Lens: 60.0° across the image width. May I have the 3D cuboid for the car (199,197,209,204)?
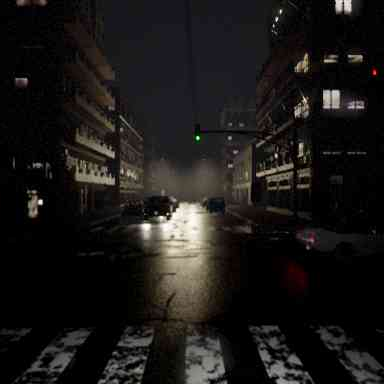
[{"bbox_3d":[2.576,1.832,70.791,1.887,1.381,4.507,0,0,0],"label":"car"}]

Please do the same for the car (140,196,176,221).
[{"bbox_3d":[-2.860,1.343,29.207,2.150,2.045,5.566,0,0,0],"label":"car"}]

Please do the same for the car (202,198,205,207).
[{"bbox_3d":[2.666,1.722,42.885,1.887,1.381,4.507,0,0,0],"label":"car"}]

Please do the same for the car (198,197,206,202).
[{"bbox_3d":[2.578,1.912,87.535,1.947,1.339,4.313,0,0,0],"label":"car"}]

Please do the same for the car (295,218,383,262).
[{"bbox_3d":[6.130,1.548,11.279,4.718,1.301,1.895,-1,0,0],"label":"car"}]

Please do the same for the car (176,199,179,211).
[{"bbox_3d":[-2.850,1.726,39.203,1.994,1.385,4.181,0,0,-1],"label":"car"}]

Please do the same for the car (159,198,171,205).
[{"bbox_3d":[-5.306,1.811,65.210,1.887,1.381,4.507,0,0,0],"label":"car"}]

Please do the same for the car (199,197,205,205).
[{"bbox_3d":[2.576,1.788,54.047,1.947,1.339,4.313,0,0,0],"label":"car"}]

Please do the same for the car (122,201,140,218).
[{"bbox_3d":[-5.440,1.572,31.722,1.967,1.590,4.097,0,0,0],"label":"car"}]

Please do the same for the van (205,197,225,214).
[{"bbox_3d":[2.700,1.493,36.682,1.690,1.788,3.998,0,0,0],"label":"van"}]

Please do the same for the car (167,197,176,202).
[{"bbox_3d":[-5.302,1.897,87.536,2.008,1.369,4.403,0,0,0],"label":"car"}]

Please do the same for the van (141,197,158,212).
[{"bbox_3d":[-5.403,1.518,42.887,1.690,1.788,3.998,0,0,0],"label":"van"}]

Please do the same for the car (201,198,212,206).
[{"bbox_3d":[2.574,1.771,59.798,1.752,1.417,4.829,0,0,0],"label":"car"}]

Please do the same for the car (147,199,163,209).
[{"bbox_3d":[-5.356,1.781,48.467,1.802,1.307,4.206,0,0,0],"label":"car"}]
